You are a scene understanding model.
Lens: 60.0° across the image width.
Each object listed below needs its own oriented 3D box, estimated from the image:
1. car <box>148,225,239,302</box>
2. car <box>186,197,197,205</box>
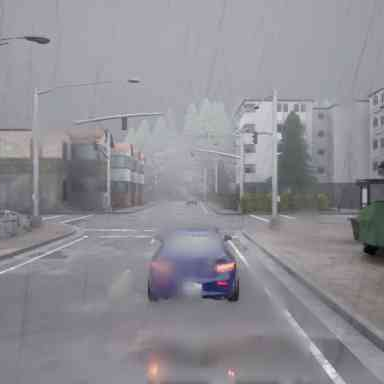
[{"bbox_3d":[0.037,1.526,8.162,1.812,1.442,4.674,0,0,0],"label":"car"},{"bbox_3d":[-0.051,1.547,58.446,2.033,1.411,5.357,0,0,0],"label":"car"}]
